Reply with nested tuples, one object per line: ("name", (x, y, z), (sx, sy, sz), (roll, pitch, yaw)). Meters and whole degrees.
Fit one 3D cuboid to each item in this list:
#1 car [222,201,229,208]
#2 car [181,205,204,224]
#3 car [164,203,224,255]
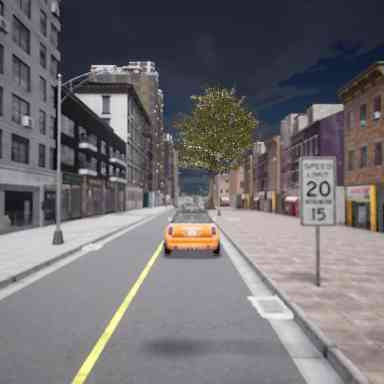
("car", (10.854, 3.642, 94.833), (5.009, 1.841, 2.192), (1, -2, 0))
("car", (0.015, 1.909, 29.311), (1.837, 1.490, 4.892), (0, -1, 0))
("car", (0.008, 1.505, 14.104), (2.097, 1.767, 4.553), (0, -1, 0))
